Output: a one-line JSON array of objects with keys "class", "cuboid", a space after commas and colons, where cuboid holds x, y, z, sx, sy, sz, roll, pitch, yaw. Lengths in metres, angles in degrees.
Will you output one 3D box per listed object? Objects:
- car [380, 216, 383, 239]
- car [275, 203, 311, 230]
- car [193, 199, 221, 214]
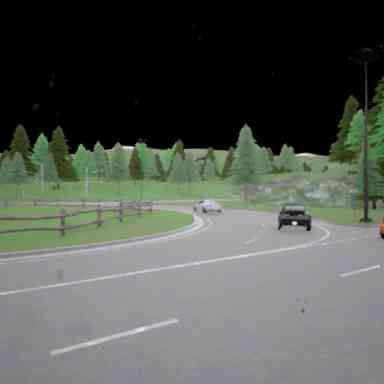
[{"class": "car", "cuboid": [10.964, 1.336, 15.859, 4.553, 1.767, 2.097, 0, 0, -36]}, {"class": "car", "cuboid": [6.359, 1.489, 20.918, 1.837, 1.490, 4.892, 2, 0, 15]}, {"class": "car", "cuboid": [1.619, 1.505, 35.711, 1.812, 1.442, 4.674, 0, 0, -19]}]
